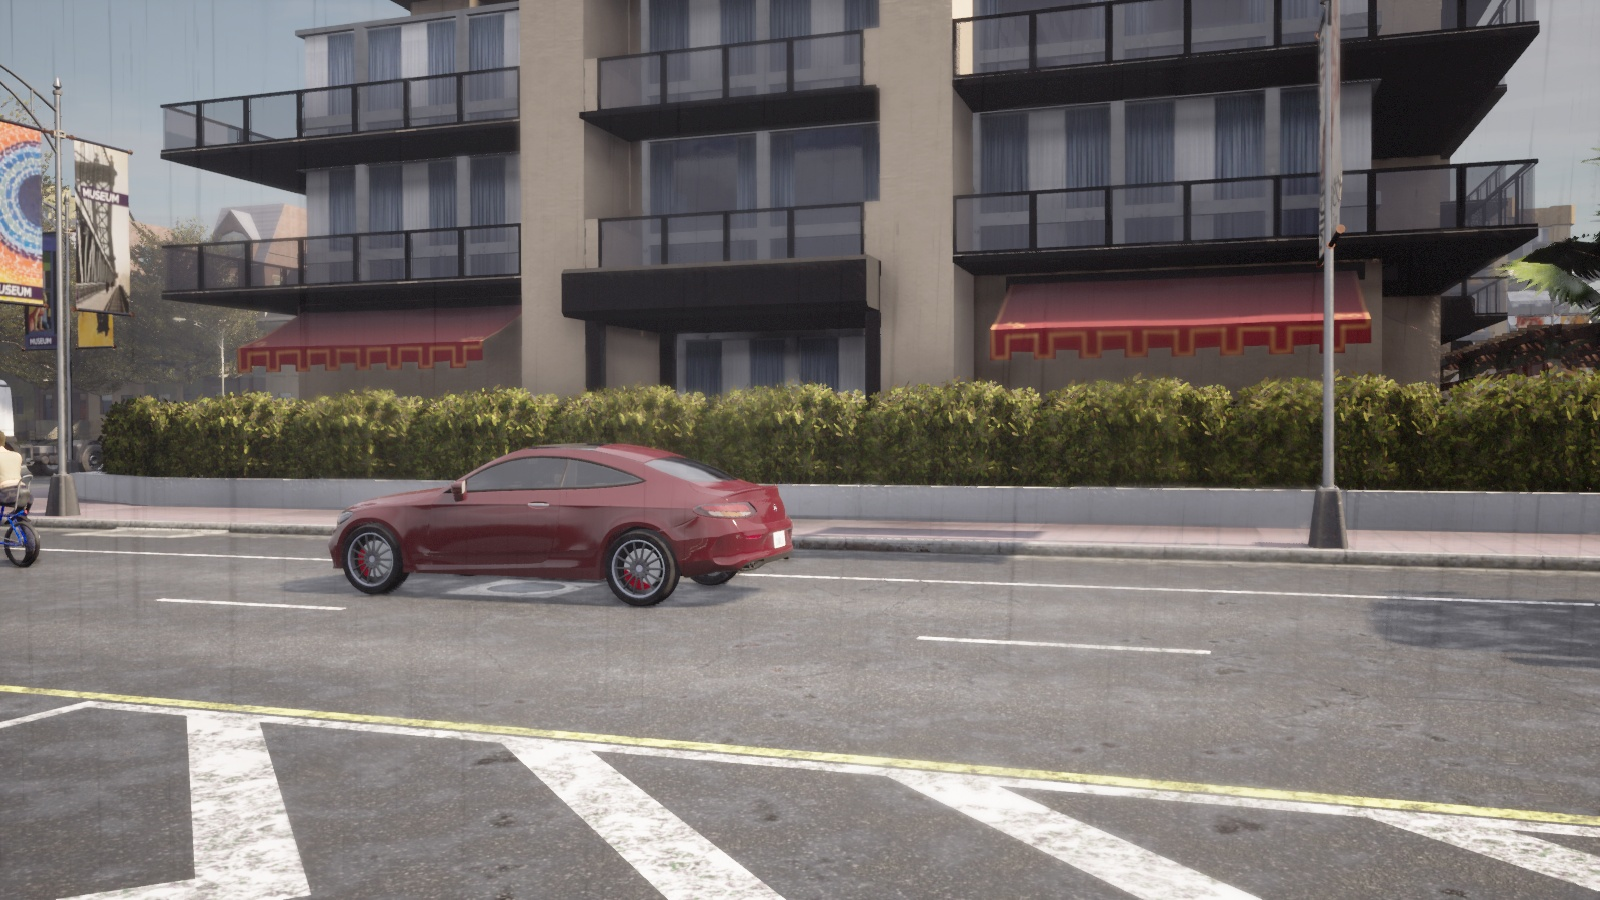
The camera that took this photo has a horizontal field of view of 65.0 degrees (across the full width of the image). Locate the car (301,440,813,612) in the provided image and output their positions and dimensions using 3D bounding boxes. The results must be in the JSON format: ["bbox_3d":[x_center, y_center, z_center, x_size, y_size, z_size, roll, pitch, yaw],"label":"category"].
[{"bbox_3d":[-2.382,0.645,12.406,4.674,1.442,1.812,1,1,19],"label":"car"}]

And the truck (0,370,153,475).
[{"bbox_3d":[-26.963,-0.961,43.958,2.891,3.462,7.936,1,1,18],"label":"truck"}]

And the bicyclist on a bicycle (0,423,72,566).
[{"bbox_3d":[-9.546,0.490,14.820,1.509,1.612,0.866,1,1,19],"label":"bicyclist on a bicycle"}]
